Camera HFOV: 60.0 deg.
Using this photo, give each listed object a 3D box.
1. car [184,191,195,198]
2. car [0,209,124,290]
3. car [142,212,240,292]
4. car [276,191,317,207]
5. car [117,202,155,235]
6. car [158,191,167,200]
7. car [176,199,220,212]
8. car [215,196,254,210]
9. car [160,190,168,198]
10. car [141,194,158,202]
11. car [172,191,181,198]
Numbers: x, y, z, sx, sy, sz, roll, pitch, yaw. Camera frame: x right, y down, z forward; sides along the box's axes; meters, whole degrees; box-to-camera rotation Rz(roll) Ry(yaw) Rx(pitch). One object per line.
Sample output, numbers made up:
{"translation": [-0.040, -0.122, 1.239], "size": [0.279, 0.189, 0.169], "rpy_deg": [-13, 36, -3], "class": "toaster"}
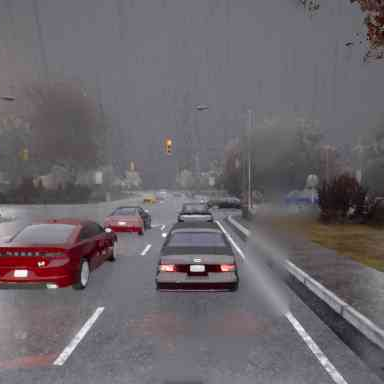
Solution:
{"translation": [-0.394, 0.715, 86.243], "size": [2.128, 1.511, 4.902], "rpy_deg": [0, 1, -4], "class": "car"}
{"translation": [-3.388, 1.445, 9.060], "size": [1.882, 1.535, 5.008], "rpy_deg": [0, 0, 0], "class": "car"}
{"translation": [0.110, 1.516, 8.984], "size": [2.033, 1.411, 5.357], "rpy_deg": [0, 0, 0], "class": "car"}
{"translation": [13.813, 0.896, 43.245], "size": [5.566, 2.045, 2.150], "rpy_deg": [0, 1, -4], "class": "car"}
{"translation": [-3.379, 1.458, 18.047], "size": [1.994, 1.385, 4.181], "rpy_deg": [0, 0, 0], "class": "car"}
{"translation": [-6.949, 1.029, 69.082], "size": [1.895, 1.301, 4.718], "rpy_deg": [0, 1, 0], "class": "car"}
{"translation": [0.150, 1.380, 18.676], "size": [2.128, 1.511, 4.902], "rpy_deg": [0, 0, -1], "class": "car"}
{"translation": [4.154, 1.214, 36.125], "size": [5.008, 1.535, 1.882], "rpy_deg": [0, 1, 16], "class": "car"}
{"translation": [-7.280, 0.461, 83.722], "size": [2.150, 2.045, 5.566], "rpy_deg": [0, 1, -2], "class": "car"}
{"translation": [-6.951, 1.067, 52.999], "size": [1.882, 1.535, 5.008], "rpy_deg": [0, 1, -2], "class": "car"}
{"translation": [-3.895, 0.787, 86.161], "size": [1.895, 1.301, 4.718], "rpy_deg": [0, 1, -4], "class": "car"}
